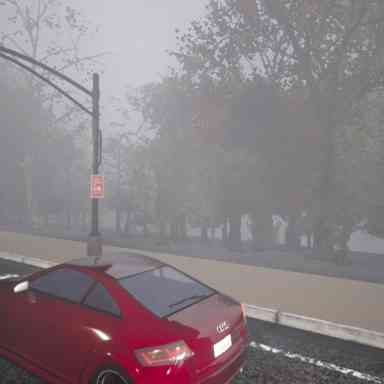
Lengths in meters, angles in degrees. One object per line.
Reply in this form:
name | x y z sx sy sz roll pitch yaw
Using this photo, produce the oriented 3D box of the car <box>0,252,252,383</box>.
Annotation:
car | -1.314 1.563 4.618 4.181 1.385 1.994 0 0 35
